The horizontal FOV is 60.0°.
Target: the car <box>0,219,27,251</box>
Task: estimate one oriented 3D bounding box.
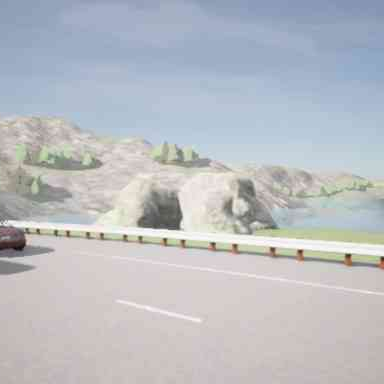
[{"bbox_3d":[-8.738,1.728,13.621,4.181,1.385,1.994,-1,0,31],"label":"car"}]
